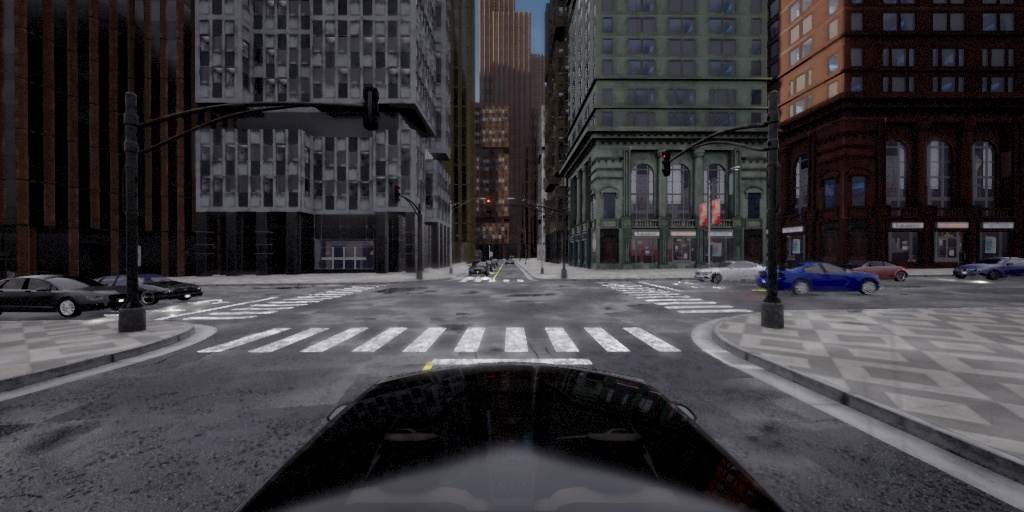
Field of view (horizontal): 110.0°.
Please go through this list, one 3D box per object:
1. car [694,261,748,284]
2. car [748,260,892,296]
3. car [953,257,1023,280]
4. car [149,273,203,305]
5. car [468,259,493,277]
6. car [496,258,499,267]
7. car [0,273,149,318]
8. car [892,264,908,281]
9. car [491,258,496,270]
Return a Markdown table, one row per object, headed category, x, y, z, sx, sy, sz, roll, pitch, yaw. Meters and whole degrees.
| category | x | y | z | sx | sy | sz | roll | pitch | yaw |
| --- | --- | --- | --- | --- | --- | --- | --- | --- | --- |
| car | 14.594 | 1.037 | 23.787 | 4.674 | 1.442 | 1.812 | -1 | 0 | -1 |
| car | 14.483 | 1.023 | 17.091 | 5.008 | 1.535 | 1.882 | -1 | 0 | 0 |
| car | 32.375 | 0.811 | 23.836 | 4.674 | 1.442 | 1.812 | -1 | 0 | -1 |
| car | -17.867 | 1.524 | 17.046 | 5.357 | 1.411 | 2.033 | -1 | 0 | 5 |
| car | -3.237 | 1.237 | 35.985 | 1.837 | 1.490 | 4.892 | 0 | 0 | -1 |
| car | -3.409 | 1.301 | 55.739 | 1.895 | 1.301 | 4.718 | 0 | 0 | 0 |
| car | -17.423 | 1.492 | 13.740 | 4.892 | 1.490 | 1.837 | -1 | 0 | 0 |
| car | 23.416 | 0.962 | 23.812 | 4.181 | 1.385 | 1.994 | -1 | 0 | 0 |
| car | -3.323 | 1.223 | 45.450 | 1.837 | 1.490 | 4.892 | 0 | 0 | 0 |
